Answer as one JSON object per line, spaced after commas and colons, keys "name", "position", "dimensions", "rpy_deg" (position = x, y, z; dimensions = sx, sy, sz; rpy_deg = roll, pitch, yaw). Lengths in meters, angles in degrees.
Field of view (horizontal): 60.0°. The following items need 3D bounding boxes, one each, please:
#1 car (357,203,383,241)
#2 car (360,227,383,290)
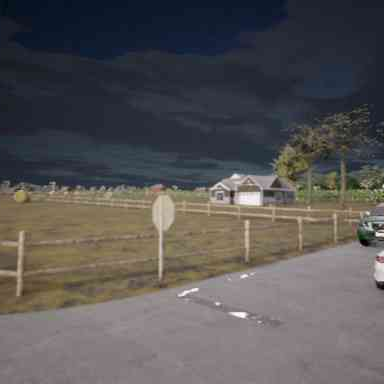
{"name": "car", "position": [10.098, 1.531, 16.321], "dimensions": [5.566, 2.045, 2.150], "rpy_deg": [1, -2, -44]}
{"name": "car", "position": [6.156, 1.663, 8.461], "dimensions": [4.674, 1.442, 1.812], "rpy_deg": [1, -2, -44]}
